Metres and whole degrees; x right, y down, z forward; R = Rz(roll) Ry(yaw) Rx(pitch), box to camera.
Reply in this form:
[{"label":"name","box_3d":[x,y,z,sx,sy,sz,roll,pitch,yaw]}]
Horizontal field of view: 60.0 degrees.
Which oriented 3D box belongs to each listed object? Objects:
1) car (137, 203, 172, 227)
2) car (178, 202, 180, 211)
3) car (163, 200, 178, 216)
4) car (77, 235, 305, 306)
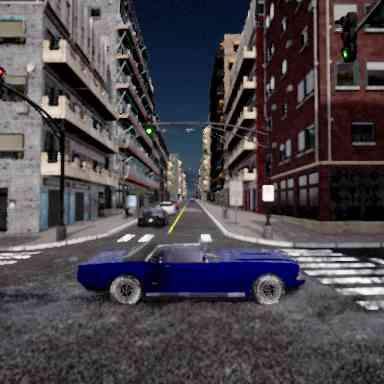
[{"label":"car","box_3d":[-2.835,1.791,24.862,1.994,1.385,4.181,0,-1,0]},{"label":"car","box_3d":[-2.814,1.964,49.281,1.882,1.535,5.008,0,-1,0]},{"label":"car","box_3d":[-2.830,1.872,36.512,1.812,1.442,4.674,0,0,0]},{"label":"car","box_3d":[0.015,1.668,7.598,4.718,1.301,1.895,0,0,-1]}]
